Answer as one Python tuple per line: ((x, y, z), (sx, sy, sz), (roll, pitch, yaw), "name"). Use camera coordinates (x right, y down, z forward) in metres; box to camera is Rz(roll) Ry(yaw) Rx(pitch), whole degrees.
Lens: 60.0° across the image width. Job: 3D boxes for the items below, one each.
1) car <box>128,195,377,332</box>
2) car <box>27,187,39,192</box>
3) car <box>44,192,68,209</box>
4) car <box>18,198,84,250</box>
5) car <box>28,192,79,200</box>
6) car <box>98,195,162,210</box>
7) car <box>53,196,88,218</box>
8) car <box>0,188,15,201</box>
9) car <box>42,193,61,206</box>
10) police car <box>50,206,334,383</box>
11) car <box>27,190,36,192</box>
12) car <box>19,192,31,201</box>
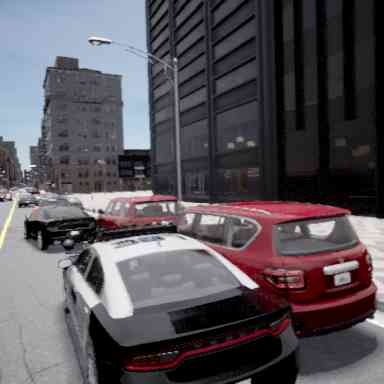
((0.713, 1.098, 6.124), (2.192, 1.841, 5.009), (-3, 2, -27), "car")
((-40.204, -0.063, 85.209), (2.192, 1.841, 5.009), (-3, 2, -27), "car")
((-14.829, 0.824, 36.179), (1.967, 1.590, 4.097), (-3, 2, -27), "car")
((-5.475, 1.248, 13.477), (1.882, 1.535, 5.008), (-3, 2, -36), "car")
((-7.945, 1.036, 19.023), (2.097, 1.767, 4.553), (-3, 2, -27), "car")
((-1.878, 1.036, 11.133), (2.192, 1.841, 5.009), (-3, 2, -27), "car")
((-9.644, 1.075, 26.167), (2.008, 1.369, 4.403), (-3, 2, -27), "car")
((-31.198, 0.664, 55.484), (2.097, 1.767, 4.553), (-3, 2, -27), "car")
((-17.416, 0.894, 41.192), (1.802, 1.307, 4.206), (-3, 2, -27), "car")
((-0.790, 1.290, 4.887), (1.930, 1.638, 5.238), (-3, 2, -26), "police car")
((-25.595, 0.867, 51.204), (1.895, 1.301, 4.718), (-3, 2, -27), "car")
((-18.936, 1.012, 38.396), (1.994, 1.385, 4.181), (-3, 2, -26), "car")
